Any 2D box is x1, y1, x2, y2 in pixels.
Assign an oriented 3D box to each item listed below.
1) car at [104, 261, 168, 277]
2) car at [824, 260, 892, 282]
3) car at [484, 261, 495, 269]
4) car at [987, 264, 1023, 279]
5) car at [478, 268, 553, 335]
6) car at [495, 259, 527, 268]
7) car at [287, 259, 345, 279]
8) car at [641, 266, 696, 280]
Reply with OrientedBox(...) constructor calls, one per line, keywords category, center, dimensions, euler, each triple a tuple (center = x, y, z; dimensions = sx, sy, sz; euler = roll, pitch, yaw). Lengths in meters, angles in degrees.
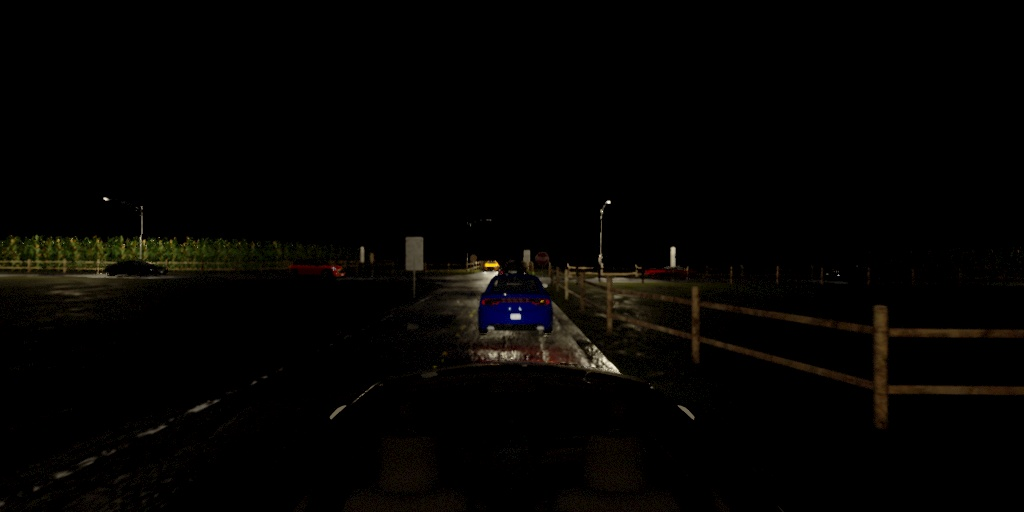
OrientedBox(category="car", center=(-34.122, 1.164, 32.566), dimensions=(4.674, 1.442, 1.812), euler=(0, 0, 1))
OrientedBox(category="car", center=(33.492, 1.417, 34.906), dimensions=(5.566, 2.045, 2.150), euler=(0, 0, 1))
OrientedBox(category="car", center=(-2.878, 1.452, 51.302), dimensions=(1.882, 1.535, 5.008), euler=(0, 0, 0))
OrientedBox(category="car", center=(49.168, 1.462, 34.673), dimensions=(4.892, 1.490, 1.837), euler=(1, 0, 1))
OrientedBox(category="car", center=(0.092, 1.269, 10.766), dimensions=(1.882, 1.535, 5.008), euler=(0, 0, 0))
OrientedBox(category="car", center=(0.079, 1.214, 26.615), dimensions=(2.097, 1.767, 4.553), euler=(0, 0, 0))
OrientedBox(category="car", center=(-17.571, 1.120, 32.415), dimensions=(4.553, 1.767, 2.097), euler=(0, 0, 1))
OrientedBox(category="car", center=(15.209, 1.635, 35.074), dimensions=(4.718, 1.301, 1.895), euler=(0, 0, 1))
